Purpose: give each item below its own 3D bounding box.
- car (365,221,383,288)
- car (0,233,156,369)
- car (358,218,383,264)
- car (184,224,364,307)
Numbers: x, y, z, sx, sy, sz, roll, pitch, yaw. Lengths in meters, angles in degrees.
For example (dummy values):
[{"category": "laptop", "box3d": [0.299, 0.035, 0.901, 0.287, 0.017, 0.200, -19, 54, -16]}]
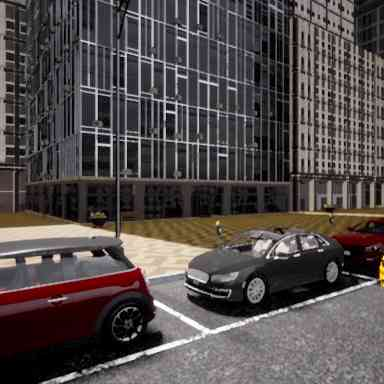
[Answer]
[{"category": "car", "box3d": [6.295, 1.478, 7.722, 5.008, 1.535, 1.882, 0, 0, -35]}, {"category": "car", "box3d": [-2.652, 1.440, 4.671, 4.097, 1.590, 1.967, 0, 0, -35]}, {"category": "car", "box3d": [6.370, 1.546, 11.075, 4.507, 1.381, 1.887, 0, 0, -35]}, {"category": "car", "box3d": [1.859, 1.551, 7.873, 4.403, 1.369, 2.008, 0, 0, -35]}]
